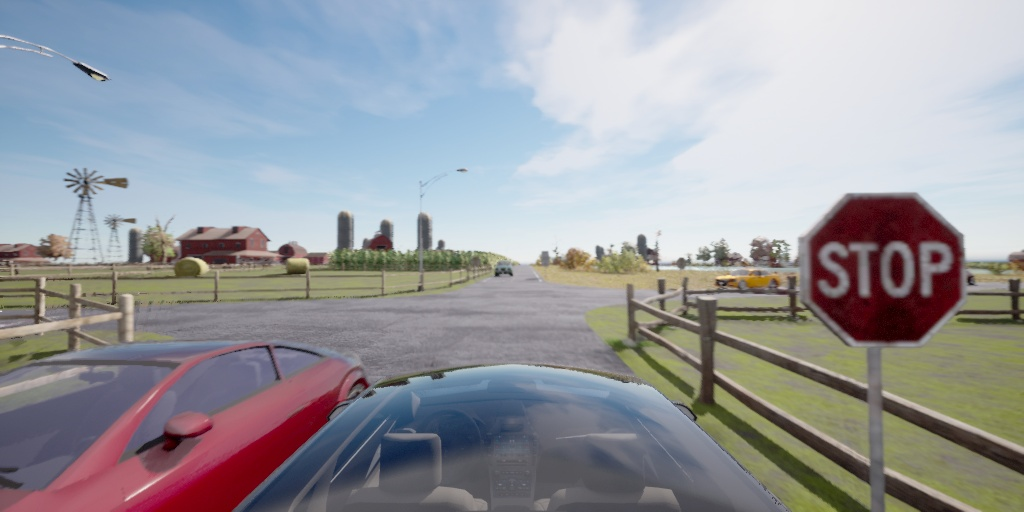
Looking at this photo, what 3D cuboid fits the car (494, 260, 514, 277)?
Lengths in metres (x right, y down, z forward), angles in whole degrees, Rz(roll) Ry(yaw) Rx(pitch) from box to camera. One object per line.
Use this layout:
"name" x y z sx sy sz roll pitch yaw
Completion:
"car" -0.963 1.568 45.082 2.150 2.045 5.566 -1 -1 2

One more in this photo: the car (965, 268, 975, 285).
"car" 40.385 1.796 33.404 4.553 1.767 2.097 1 -2 -16

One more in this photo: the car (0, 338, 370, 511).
"car" -2.656 1.346 2.433 1.994 1.385 4.181 -1 -1 2

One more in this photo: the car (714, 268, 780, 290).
"car" 17.069 1.672 26.044 5.008 1.535 1.882 1 -2 -19
